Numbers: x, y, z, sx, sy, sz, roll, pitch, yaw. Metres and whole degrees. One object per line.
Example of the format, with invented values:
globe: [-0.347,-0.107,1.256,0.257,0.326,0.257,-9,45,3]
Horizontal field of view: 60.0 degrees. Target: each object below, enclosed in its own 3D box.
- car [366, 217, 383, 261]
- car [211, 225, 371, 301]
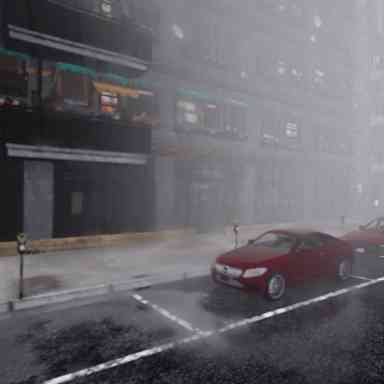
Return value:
car: [7.038,1.552,11.573,4.507,1.381,1.887,0,0,-36]
car: [2.406,1.585,8.268,4.206,1.307,1.802,0,0,-36]
